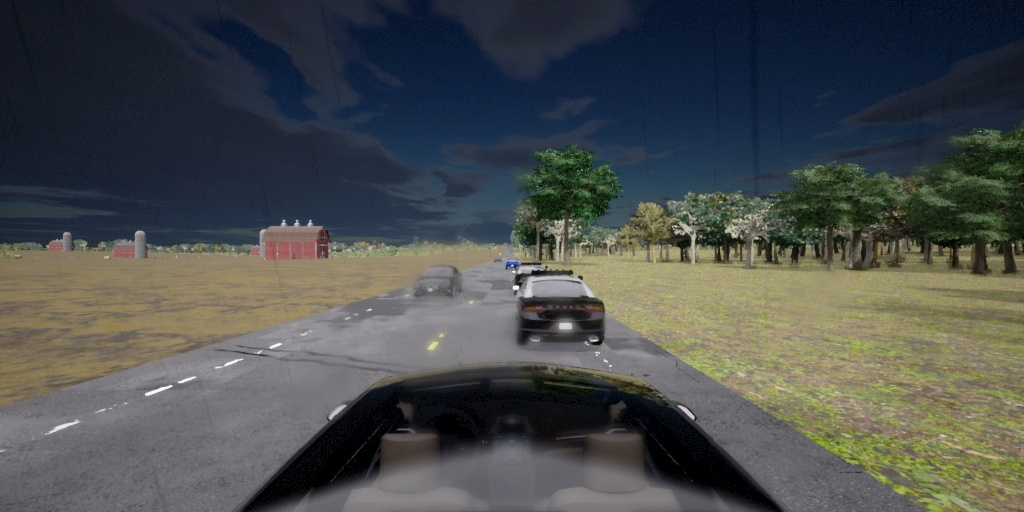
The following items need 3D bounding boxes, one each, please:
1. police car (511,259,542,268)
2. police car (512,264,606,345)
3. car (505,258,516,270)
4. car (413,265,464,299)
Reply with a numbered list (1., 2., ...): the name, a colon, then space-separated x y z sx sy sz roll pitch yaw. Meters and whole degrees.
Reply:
1. police car: 1.053 1.164 19.613 1.930 1.638 5.238 0 0 0
2. police car: 1.052 1.171 9.612 1.930 1.638 5.238 0 0 0
3. car: 0.071 1.147 51.655 1.882 1.535 5.008 0 0 0
4. car: -3.598 1.245 18.200 1.837 1.490 4.892 0 0 0
